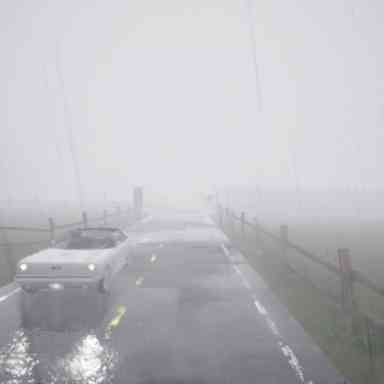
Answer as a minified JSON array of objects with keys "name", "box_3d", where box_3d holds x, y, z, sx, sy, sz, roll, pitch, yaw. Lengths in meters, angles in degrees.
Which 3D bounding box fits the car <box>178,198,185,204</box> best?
[{"name":"car","box_3d":[-2.774,2.488,92.331,1.812,1.442,4.674,0,-1,0]}]

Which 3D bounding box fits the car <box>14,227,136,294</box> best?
[{"name":"car","box_3d":[-2.852,1.692,9.196,1.895,1.301,4.718,0,-1,0]}]
